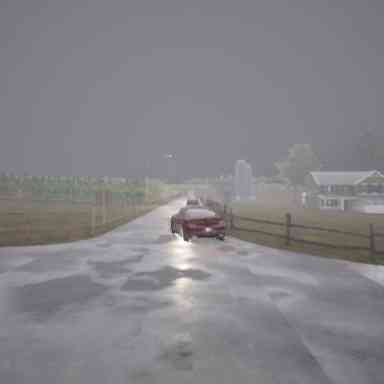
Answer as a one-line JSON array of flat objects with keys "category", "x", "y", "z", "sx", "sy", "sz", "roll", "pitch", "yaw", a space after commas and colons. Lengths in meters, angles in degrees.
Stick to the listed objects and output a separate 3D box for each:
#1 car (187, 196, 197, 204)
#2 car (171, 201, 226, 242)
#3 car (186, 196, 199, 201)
[{"category": "car", "x": 0.012, "y": 1.474, "z": 64.250, "sx": 1.882, "sy": 1.535, "sz": 5.008, "roll": 0, "pitch": 0, "yaw": 0}, {"category": "car", "x": 0.173, "y": 1.459, "z": 16.561, "sx": 1.882, "sy": 1.535, "sz": 5.008, "roll": -2, "pitch": 0, "yaw": -13}, {"category": "car", "x": 0.098, "y": 1.479, "z": 50.849, "sx": 1.882, "sy": 1.535, "sz": 5.008, "roll": 0, "pitch": 0, "yaw": 0}]
